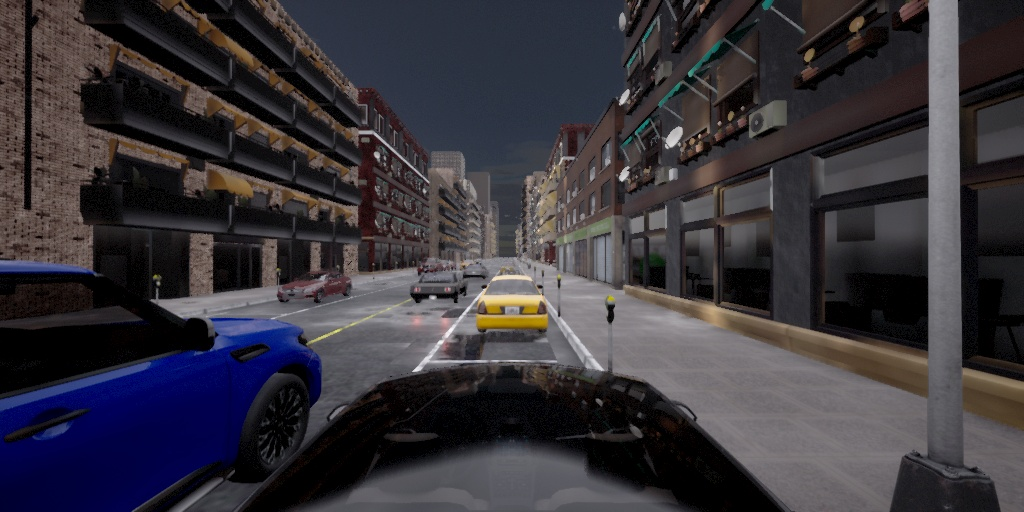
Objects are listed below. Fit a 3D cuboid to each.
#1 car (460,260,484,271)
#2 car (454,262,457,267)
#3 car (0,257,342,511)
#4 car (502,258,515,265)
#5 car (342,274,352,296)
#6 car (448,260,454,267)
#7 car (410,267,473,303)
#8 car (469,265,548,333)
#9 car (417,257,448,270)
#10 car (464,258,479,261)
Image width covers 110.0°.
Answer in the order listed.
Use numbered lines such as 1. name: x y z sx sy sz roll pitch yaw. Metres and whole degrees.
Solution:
1. car: -3.145 1.323 31.464 1.994 1.385 4.181 0 0 0
2. car: -8.837 1.292 50.280 1.888 1.381 4.507 0 0 0
3. car: -3.145 0.966 1.530 2.150 2.045 5.566 0 0 0
4. car: -0.456 1.274 39.173 1.751 1.417 4.829 0 0 0
5. car: -8.837 1.332 16.462 1.802 1.307 4.207 0 0 0
6. car: -8.837 1.188 44.643 1.967 1.591 4.097 0 0 0
7. car: -3.145 1.367 16.494 1.895 1.301 4.718 0 0 0
8. car: 0.005 1.207 10.689 1.801 1.575 5.366 0 0 0
9. car: -8.837 1.063 39.007 2.192 1.841 5.009 0 0 0
10. car: -6.146 1.260 50.464 1.882 1.535 5.008 0 0 0
